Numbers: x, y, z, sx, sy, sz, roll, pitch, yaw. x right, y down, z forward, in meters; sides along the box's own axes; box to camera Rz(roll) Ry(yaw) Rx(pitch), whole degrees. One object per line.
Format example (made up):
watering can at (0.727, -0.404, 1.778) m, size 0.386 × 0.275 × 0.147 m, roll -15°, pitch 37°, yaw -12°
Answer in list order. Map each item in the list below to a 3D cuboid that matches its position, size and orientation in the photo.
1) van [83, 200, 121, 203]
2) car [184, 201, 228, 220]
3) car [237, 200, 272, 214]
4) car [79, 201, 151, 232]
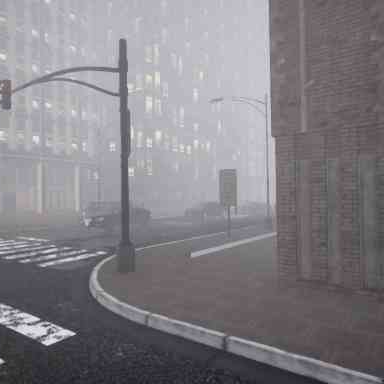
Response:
van at (-6.008, 1.460, 23.498) m, size 1.690 × 1.788 × 3.998 m, roll -2°, pitch -1°, yaw 36°
car at (1.297, 1.563, 29.228) m, size 1.882 × 1.535 × 5.008 m, roll -1°, pitch -1°, yaw 36°
car at (7.254, 1.707, 37.514) m, size 1.895 × 1.301 × 4.718 m, roll -1°, pitch -1°, yaw 36°
car at (-4.634, 1.558, 20.983) m, size 2.128 × 1.511 × 4.902 m, roll -1°, pitch -1°, yaw 34°
